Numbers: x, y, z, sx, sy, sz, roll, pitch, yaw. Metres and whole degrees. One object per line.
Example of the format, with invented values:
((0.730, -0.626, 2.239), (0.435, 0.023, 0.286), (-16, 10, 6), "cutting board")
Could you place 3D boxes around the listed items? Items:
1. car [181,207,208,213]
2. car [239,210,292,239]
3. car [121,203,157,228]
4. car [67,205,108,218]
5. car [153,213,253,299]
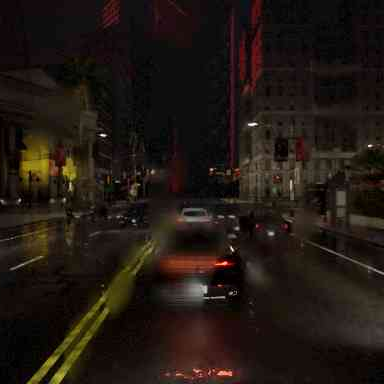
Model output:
((0.122, 1.525, 17.498), (1.812, 1.442, 4.674), (0, 0, 0), "car")
((3.626, 1.600, 17.392), (1.895, 1.301, 4.718), (0, 0, 0), "car")
((-3.471, 1.515, 22.347), (1.837, 1.490, 4.892), (0, 0, 0), "car")
((-6.968, 1.243, 22.702), (2.128, 1.511, 4.902), (0, 0, 0), "car")
((0.122, 1.505, 8.398), (1.837, 1.490, 4.892), (0, 0, 0), "car")
